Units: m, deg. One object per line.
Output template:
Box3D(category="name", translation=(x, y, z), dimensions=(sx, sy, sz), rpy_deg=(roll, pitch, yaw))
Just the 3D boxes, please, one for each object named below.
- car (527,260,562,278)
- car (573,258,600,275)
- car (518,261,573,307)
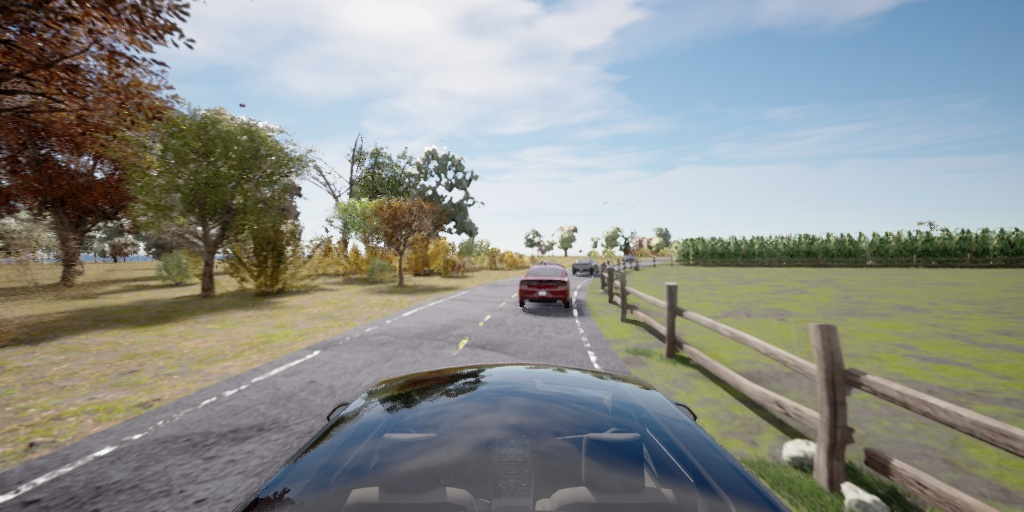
Box3D(category="car", translation=(2.994, 1.089, 31.689), dimensions=(1.895, 1.301, 4.718), rpy_deg=(0, 1, 21))
Box3D(category="car", translation=(6.979, 0.959, 33.575), dimensions=(2.128, 1.511, 4.902), rpy_deg=(0, 1, 23))
Box3D(category="car", translation=(1.454, 1.119, 14.859), dimensions=(1.882, 1.535, 5.008), rpy_deg=(0, 1, 9))
